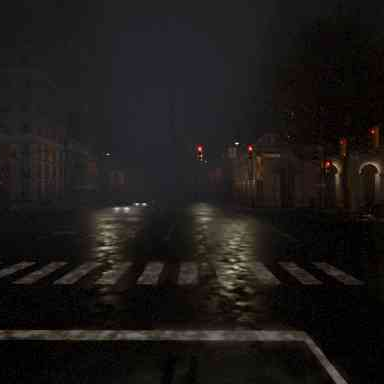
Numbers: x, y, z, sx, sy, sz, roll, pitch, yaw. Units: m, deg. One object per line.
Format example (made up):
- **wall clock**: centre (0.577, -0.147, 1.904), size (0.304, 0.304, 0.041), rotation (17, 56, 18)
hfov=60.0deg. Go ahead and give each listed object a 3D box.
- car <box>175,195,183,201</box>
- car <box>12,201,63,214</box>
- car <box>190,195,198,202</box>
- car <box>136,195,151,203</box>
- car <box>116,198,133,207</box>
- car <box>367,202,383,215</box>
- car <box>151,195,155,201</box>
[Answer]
- **car**: centre (-3.087, 1.449, 78.631), size (2.128, 1.511, 4.902), rotation (0, 0, 1)
- **car**: centre (-16.110, 1.601, 34.703), size (4.718, 1.301, 1.895), rotation (0, 0, -34)
- **car**: centre (0.412, 1.450, 78.586), size (2.128, 1.511, 4.902), rotation (0, 0, 1)
- **car**: centre (-10.222, 1.601, 68.692), size (1.895, 1.301, 4.718), rotation (0, 0, 1)
- **car**: centre (-10.444, 1.601, 51.392), size (1.895, 1.301, 4.718), rotation (0, 0, 0)
- **car**: centre (19.573, 1.564, 32.742), size (4.181, 1.385, 1.994), rotation (0, 0, 0)
- **car**: centre (-10.066, 1.476, 80.265), size (1.882, 1.535, 5.008), rotation (0, 0, 1)
